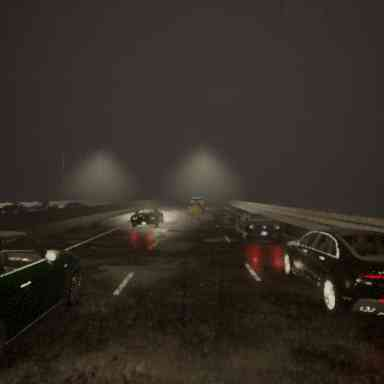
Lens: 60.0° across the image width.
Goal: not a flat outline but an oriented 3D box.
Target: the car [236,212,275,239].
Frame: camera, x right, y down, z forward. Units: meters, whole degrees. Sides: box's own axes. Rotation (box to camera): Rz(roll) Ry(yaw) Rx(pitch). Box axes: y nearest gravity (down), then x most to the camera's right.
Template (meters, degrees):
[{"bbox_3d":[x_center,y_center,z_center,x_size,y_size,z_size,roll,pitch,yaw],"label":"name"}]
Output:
[{"bbox_3d":[3.591,1.794,18.677,1.895,1.301,4.718,0,-1,1],"label":"car"}]

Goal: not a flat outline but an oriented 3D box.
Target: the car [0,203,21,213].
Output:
[{"bbox_3d":[-20.632,1.978,38.724,1.994,1.385,4.181,0,-1,2],"label":"car"}]

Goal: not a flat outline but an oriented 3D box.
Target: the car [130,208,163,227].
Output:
[{"bbox_3d":[-3.228,1.859,24.817,1.895,1.301,4.718,0,-1,1],"label":"car"}]

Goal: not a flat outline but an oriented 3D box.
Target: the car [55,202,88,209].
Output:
[{"bbox_3d":[-13.630,1.893,38.713,1.882,1.535,5.008,0,-1,2],"label":"car"}]

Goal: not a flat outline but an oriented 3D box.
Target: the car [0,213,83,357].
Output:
[{"bbox_3d":[-3.385,1.405,5.338,2.097,1.767,4.553,0,-1,0],"label":"car"}]

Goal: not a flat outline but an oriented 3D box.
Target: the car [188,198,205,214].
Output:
[{"bbox_3d":[0.507,1.912,41.564,1.801,1.575,5.366,0,-1,1],"label":"car"}]

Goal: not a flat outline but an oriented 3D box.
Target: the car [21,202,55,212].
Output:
[{"bbox_3d":[-17.134,1.904,38.582,2.128,1.511,4.902,0,-1,2],"label":"car"}]

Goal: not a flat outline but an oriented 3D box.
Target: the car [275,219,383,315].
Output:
[{"bbox_3d":[3.513,1.582,7.726,1.837,1.490,4.892,0,-1,0],"label":"car"}]
